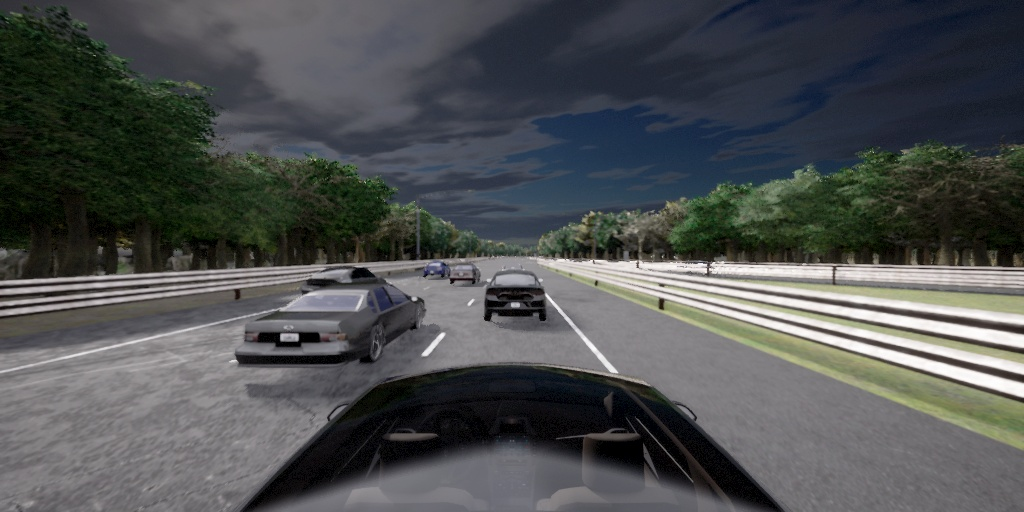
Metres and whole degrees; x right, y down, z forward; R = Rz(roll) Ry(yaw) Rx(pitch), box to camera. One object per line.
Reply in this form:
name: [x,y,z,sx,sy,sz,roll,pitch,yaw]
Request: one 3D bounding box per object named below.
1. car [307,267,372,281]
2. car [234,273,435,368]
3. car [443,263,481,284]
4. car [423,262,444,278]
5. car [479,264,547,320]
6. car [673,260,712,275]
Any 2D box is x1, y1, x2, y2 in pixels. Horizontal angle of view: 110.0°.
car: [-6.907,1.207,15.242,1.837,1.490,4.892,0,0,0]
car: [-3.396,1.290,7.997,2.033,1.411,5.357,0,0,0]
car: [-3.400,1.284,26.647,2.033,1.411,5.357,0,0,0]
car: [-6.908,1.244,33.273,1.812,1.442,4.674,0,-1,0]
car: [0.099,1.217,12.558,1.882,1.535,5.008,0,0,0]
car: [21.480,1.334,42.724,2.033,1.649,4.856,0,0,-20]
